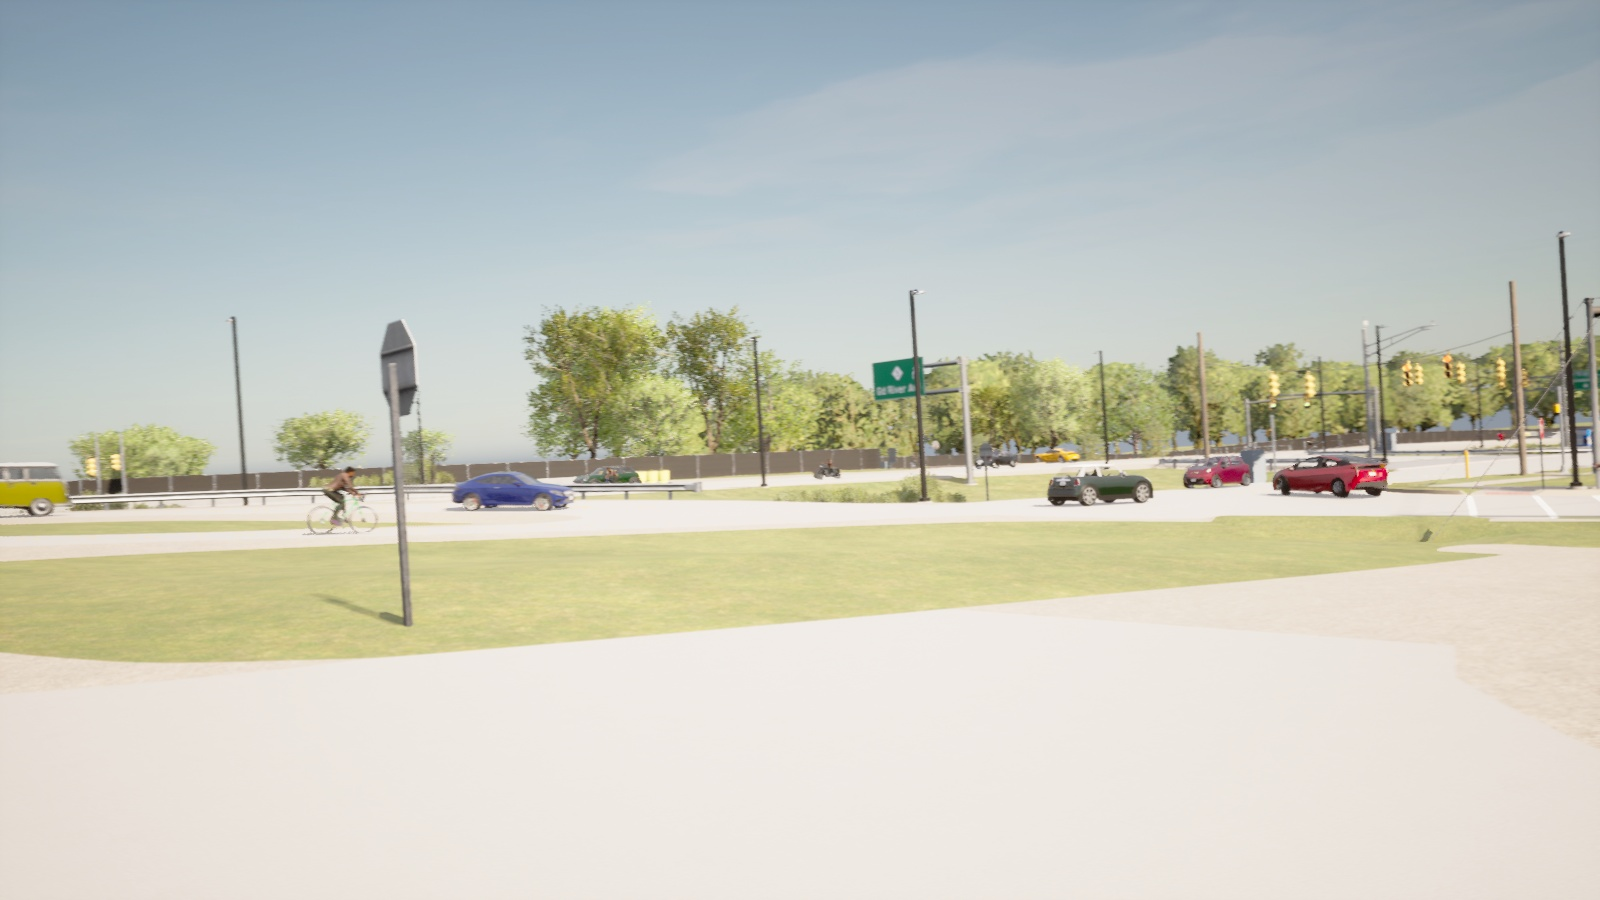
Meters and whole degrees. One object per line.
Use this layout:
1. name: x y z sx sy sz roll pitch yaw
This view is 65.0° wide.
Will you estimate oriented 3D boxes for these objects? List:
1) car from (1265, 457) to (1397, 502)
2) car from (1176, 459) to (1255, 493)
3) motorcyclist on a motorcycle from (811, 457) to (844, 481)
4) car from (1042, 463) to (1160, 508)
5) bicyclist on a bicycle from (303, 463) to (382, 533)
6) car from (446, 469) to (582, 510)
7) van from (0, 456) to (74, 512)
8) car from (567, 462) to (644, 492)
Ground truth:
1. car: 19.753 1.058 46.929 2.007 1.525 4.514 -2 1 -20
2. car: 19.910 1.237 60.105 3.633 1.501 1.845 -1 -1 -38
3. motorcyclist on a motorcycle: 1.988 1.350 90.333 2.350 1.649 0.766 -2 0 -37
4. car: 10.913 1.277 45.531 3.806 1.475 1.970 -1 -1 -29
5. bicyclist on a bicycle: -10.850 1.134 29.805 1.656 1.620 0.582 2 -3 -37
6. car: -10.826 1.481 47.589 4.674 1.442 1.812 0 1 11
7. van: -28.800 1.234 45.192 4.442 1.987 1.775 0 -1 -37
8. car: -12.873 1.780 83.352 4.553 1.767 2.097 -2 -1 -37
